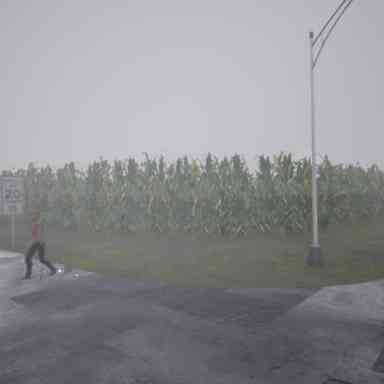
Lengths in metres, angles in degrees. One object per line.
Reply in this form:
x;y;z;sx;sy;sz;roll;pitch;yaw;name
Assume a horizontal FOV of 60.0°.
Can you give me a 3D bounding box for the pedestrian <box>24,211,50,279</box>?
-4.082;1.340;8.779;0.375;1.860;0.375;-2;-2;40;pedestrian
